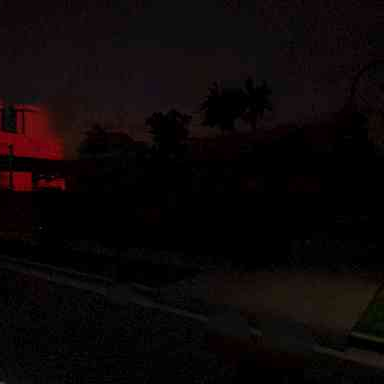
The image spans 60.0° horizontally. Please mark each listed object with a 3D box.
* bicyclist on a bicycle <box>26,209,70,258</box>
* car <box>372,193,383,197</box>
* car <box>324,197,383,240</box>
[{"bbox_3d":[-4.956,1.412,11.578,0.582,1.620,1.656,-1,-2,36],"label":"bicyclist on a bicycle"},{"bbox_3d":[12.506,1.008,21.943,1.932,1.855,4.605,-1,-1,36],"label":"car"},{"bbox_3d":[7.950,1.196,15.772,2.152,1.636,5.027,-1,-1,36],"label":"car"}]
